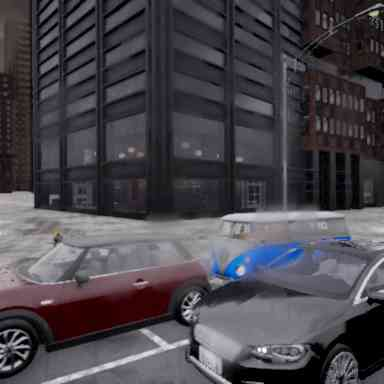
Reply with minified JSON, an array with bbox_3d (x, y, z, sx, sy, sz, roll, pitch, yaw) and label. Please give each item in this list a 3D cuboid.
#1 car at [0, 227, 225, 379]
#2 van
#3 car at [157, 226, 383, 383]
[{"bbox_3d":[-1.707,1.454,5.443,4.097,1.590,1.967,1,-1,-35],"label":"car"},{"bbox_3d":[2.276,1.393,8.275,3.998,1.788,1.690,1,-1,-35],"label":"van"},{"bbox_3d":[2.192,1.527,4.935,4.902,1.511,2.128,1,0,-35],"label":"car"}]
